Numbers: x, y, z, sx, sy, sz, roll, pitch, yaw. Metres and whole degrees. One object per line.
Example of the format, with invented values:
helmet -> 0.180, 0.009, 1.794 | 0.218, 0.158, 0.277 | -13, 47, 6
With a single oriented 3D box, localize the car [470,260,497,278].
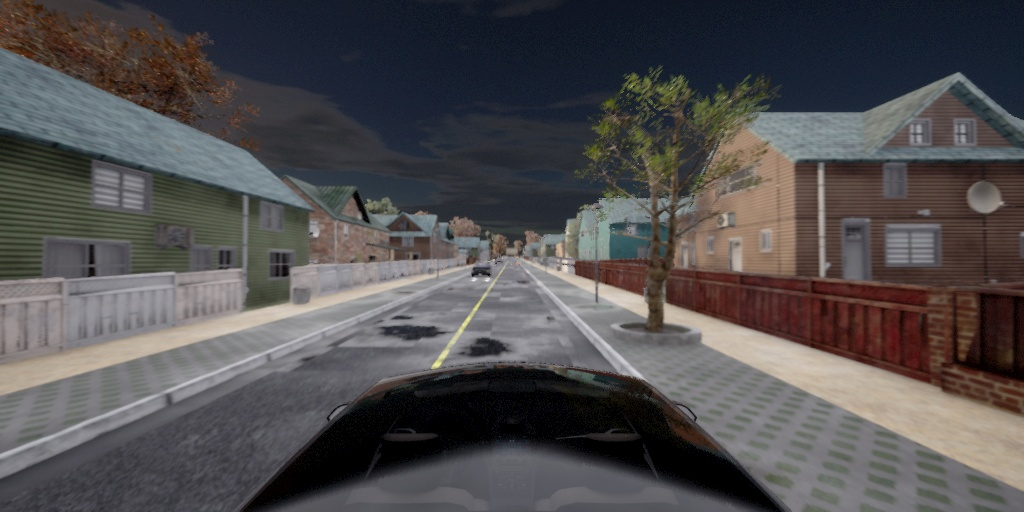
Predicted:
car -> -2.844, 1.290, 34.730 | 2.033, 1.411, 5.357 | 0, 0, 0
